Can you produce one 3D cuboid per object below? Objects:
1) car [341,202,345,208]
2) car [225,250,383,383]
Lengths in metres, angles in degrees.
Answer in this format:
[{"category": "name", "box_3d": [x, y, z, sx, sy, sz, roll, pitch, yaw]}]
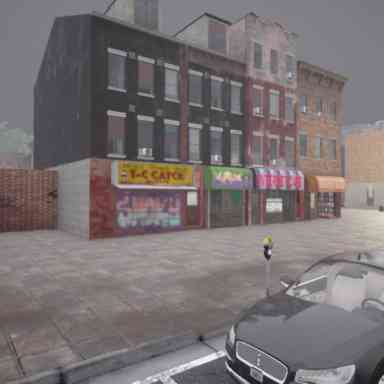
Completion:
[{"category": "car", "box_3d": [16.756, 1.471, 42.153, 1.895, 1.301, 4.718, 0, 0, -36]}, {"category": "car", "box_3d": [2.410, 1.552, 4.519, 4.403, 1.369, 2.008, 0, 0, -35]}]
